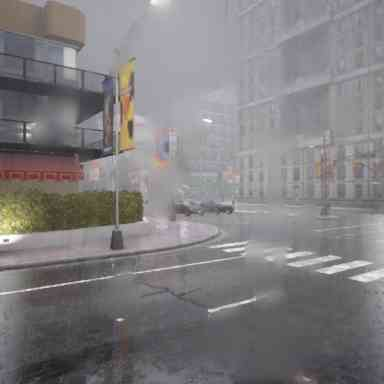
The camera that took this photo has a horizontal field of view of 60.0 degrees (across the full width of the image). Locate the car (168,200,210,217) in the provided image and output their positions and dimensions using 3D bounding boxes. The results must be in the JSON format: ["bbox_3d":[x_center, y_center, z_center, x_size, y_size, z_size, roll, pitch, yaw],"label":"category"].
[{"bbox_3d":[-0.647,1.526,32.065,1.812,1.442,4.674,0,0,-35],"label":"car"}]

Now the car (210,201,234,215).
[{"bbox_3d":[2.204,1.601,34.094,1.895,1.301,4.718,0,0,-35],"label":"car"}]
